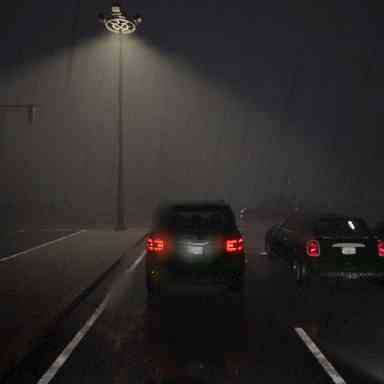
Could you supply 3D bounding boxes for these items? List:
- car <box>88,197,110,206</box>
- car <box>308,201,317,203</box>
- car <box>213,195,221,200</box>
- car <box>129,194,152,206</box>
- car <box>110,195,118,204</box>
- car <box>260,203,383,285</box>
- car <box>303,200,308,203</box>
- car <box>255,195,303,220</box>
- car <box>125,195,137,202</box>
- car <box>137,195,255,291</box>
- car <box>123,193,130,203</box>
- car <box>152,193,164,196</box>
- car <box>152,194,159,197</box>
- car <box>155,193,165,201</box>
[{"bbox_3d":[-15.135,1.564,53.287,1.994,1.385,4.181,0,0,0],"label":"car"},{"bbox_3d":[11.068,1.548,33.156,5.357,1.411,2.033,0,0,7],"label":"car"},{"bbox_3d":[7.164,1.552,95.117,1.994,1.385,4.181,0,0,1],"label":"car"},{"bbox_3d":[-8.138,1.491,53.230,2.128,1.511,4.902,0,0,0],"label":"car"},{"bbox_3d":[-15.108,1.601,62.040,1.895,1.301,4.718,0,0,0],"label":"car"},{"bbox_3d":[3.571,1.352,9.684,2.097,1.767,4.553,0,0,0],"label":"car"},{"bbox_3d":[7.662,1.601,29.934,4.718,1.301,1.895,0,0,15],"label":"car"},{"bbox_3d":[5.651,1.352,25.358,4.553,1.767,2.097,0,0,-2],"label":"car"},{"bbox_3d":[-15.061,1.525,82.036,2.128,1.511,4.902,0,0,0],"label":"car"},{"bbox_3d":[0.072,1.221,9.116,2.150,2.045,5.566,0,0,0],"label":"car"},{"bbox_3d":[-15.062,1.225,71.936,2.150,2.045,5.566,0,0,0],"label":"car"},{"bbox_3d":[-8.063,1.225,73.498,2.150,2.045,5.566,0,0,0],"label":"car"},{"bbox_3d":[-8.108,1.547,62.977,2.033,1.411,5.357,0,0,1],"label":"car"},{"bbox_3d":[-8.042,1.210,84.270,2.150,2.045,5.566,0,0,0],"label":"car"}]
